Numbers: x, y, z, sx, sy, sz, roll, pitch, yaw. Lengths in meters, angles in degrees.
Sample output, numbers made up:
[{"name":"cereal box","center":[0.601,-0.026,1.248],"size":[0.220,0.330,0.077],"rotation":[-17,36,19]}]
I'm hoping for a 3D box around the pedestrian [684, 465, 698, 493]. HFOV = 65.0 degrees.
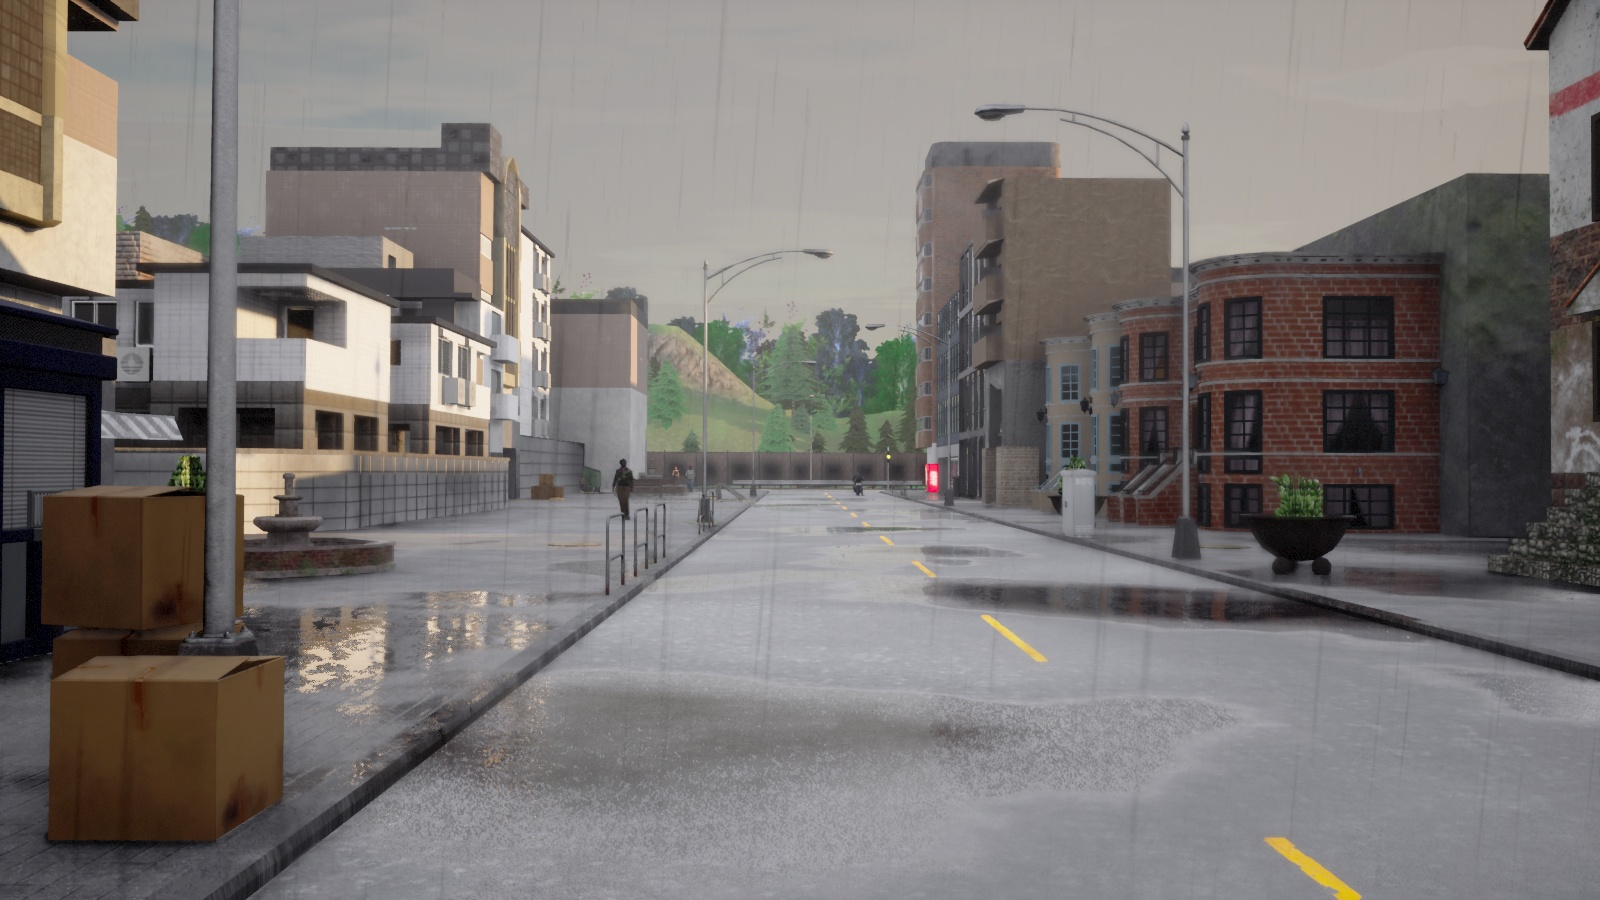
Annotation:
[{"name":"pedestrian","center":[-7.322,1.970,84.486],"size":[0.874,1.855,0.900],"rotation":[0,-1,-10]}]
